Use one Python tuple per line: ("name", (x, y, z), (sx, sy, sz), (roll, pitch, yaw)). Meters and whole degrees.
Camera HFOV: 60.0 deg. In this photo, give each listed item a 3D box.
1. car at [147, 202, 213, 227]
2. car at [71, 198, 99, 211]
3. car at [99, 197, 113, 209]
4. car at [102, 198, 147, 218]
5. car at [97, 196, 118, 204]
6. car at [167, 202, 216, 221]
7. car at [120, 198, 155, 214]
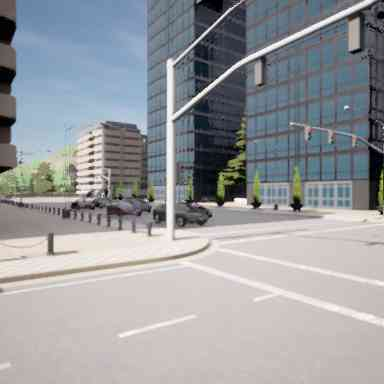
("car", (-0.874, 1.483, 22.668), (1.837, 1.490, 4.892), (0, 0, -37))
("car", (-13.136, 1.543, 40.064), (1.994, 1.385, 4.181), (0, 0, -35))
("car", (-11.867, 1.480, 44.373), (2.128, 1.511, 4.902), (0, 0, -34))
("car", (-6.221, 1.504, 30.170), (1.812, 1.442, 4.674), (0, 0, -35))
("car", (-16.032, 1.555, 62.855), (2.033, 1.411, 5.357), (0, 0, -35))
("car", (-0.142, 1.551, 27.658), (1.994, 1.385, 4.181), (0, 0, -36))
("car", (-5.988, 1.492, 35.936), (1.837, 1.490, 4.892), (0, 0, -35))
